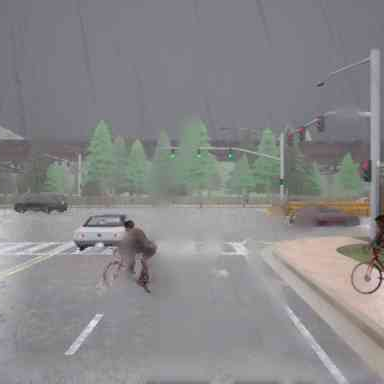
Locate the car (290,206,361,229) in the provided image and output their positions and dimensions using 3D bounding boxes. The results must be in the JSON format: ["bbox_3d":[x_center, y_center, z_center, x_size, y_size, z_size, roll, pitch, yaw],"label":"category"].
[{"bbox_3d":[8.430,1.564,21.145,4.181,1.385,1.994,0,0,-11],"label":"car"}]

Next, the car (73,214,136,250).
[{"bbox_3d":[-3.479,1.601,14.192,1.895,1.301,4.718,0,0,-4],"label":"car"}]

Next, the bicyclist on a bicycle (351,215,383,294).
[{"bbox_3d":[4.062,1.301,6.868,1.656,1.620,0.582,0,0,-5],"label":"bicyclist on a bicycle"}]

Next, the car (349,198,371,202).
[{"bbox_3d":[22.155,1.477,42.759,5.008,1.535,1.882,0,0,-1],"label":"car"}]

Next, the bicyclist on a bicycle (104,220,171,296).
[{"bbox_3d":[-1.235,1.451,7.310,1.656,1.620,0.582,0,0,18],"label":"bicyclist on a bicycle"}]

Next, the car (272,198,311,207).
[{"bbox_3d":[12.752,1.505,42.608,4.892,1.490,1.837,0,0,-1],"label":"car"}]

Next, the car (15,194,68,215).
[{"bbox_3d":[-15.644,1.223,34.559,5.566,2.045,2.150,0,-1,19],"label":"car"}]
